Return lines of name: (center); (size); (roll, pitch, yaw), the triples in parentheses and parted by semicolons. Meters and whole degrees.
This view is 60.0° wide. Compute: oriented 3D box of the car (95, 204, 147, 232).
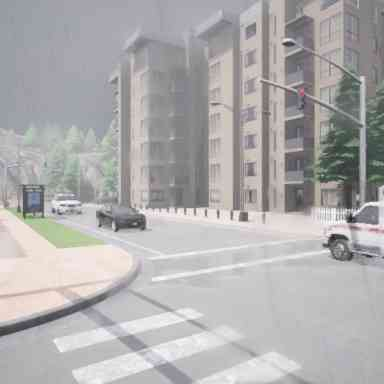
car: (-4.488, 1.496, 20.588); (1.882, 1.535, 5.008); (0, 0, -32)

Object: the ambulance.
ambulance: (6.842, 1.052, 9.270); (2.351, 2.431, 6.366); (0, 0, -32)

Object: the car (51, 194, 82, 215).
car: (-12.893, 1.233, 34.048); (2.150, 2.045, 5.566); (0, 1, -32)
